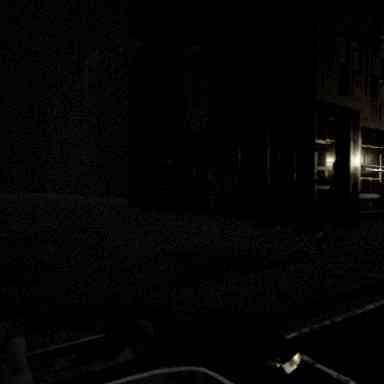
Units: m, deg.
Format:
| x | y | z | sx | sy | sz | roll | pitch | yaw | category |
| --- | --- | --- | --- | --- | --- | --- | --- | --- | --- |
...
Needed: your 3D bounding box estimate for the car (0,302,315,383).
| x | y | z | sx | sy | sz | roll | pitch | yaw | category |
| --- | --- | --- | --- | --- | --- | --- | --- | --- | --- |
| -1.107 | 1.512 | 1.805 | 4.403 | 1.369 | 2.008 | 0 | 1 | -34 | car |
